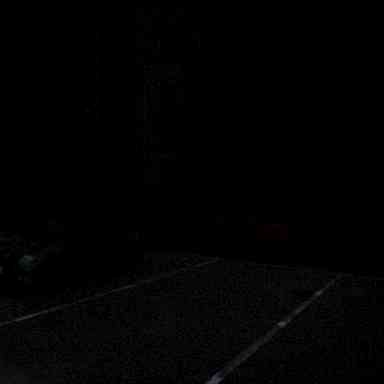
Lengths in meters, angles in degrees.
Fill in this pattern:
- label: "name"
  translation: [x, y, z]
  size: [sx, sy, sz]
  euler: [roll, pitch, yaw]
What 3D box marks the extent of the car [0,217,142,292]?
- label: "car"
  translation: [-3.330, 1.566, 9.368]
  size: [1.851, 1.617, 3.988]
  euler: [-1, 0, 35]
